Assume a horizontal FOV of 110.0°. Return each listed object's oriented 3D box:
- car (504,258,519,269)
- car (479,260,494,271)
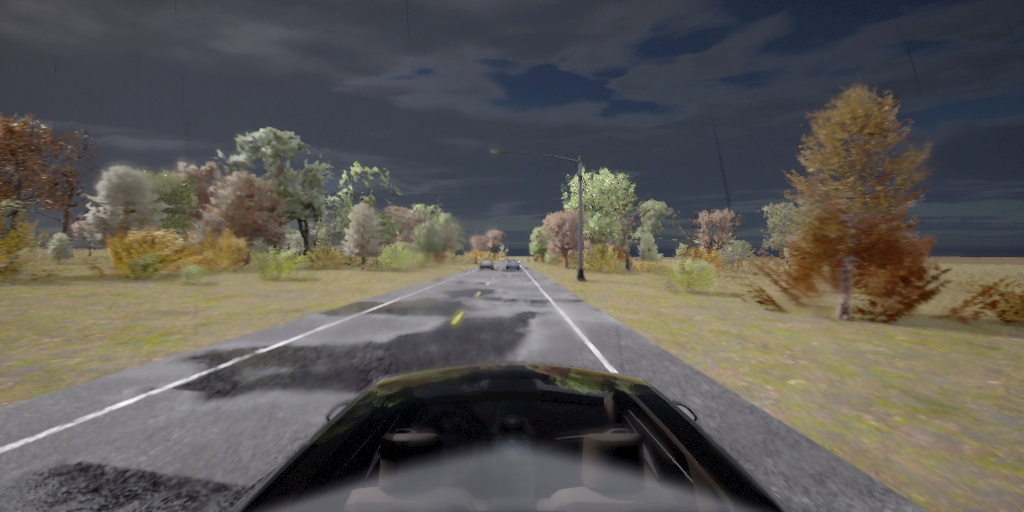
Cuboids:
[{"bbox_3d":[0.134,1.342,56.480,1.994,1.385,4.181,0,0,0],"label":"car"},{"bbox_3d":[-3.514,1.251,50.234,1.882,1.535,5.008,0,0,1],"label":"car"}]
